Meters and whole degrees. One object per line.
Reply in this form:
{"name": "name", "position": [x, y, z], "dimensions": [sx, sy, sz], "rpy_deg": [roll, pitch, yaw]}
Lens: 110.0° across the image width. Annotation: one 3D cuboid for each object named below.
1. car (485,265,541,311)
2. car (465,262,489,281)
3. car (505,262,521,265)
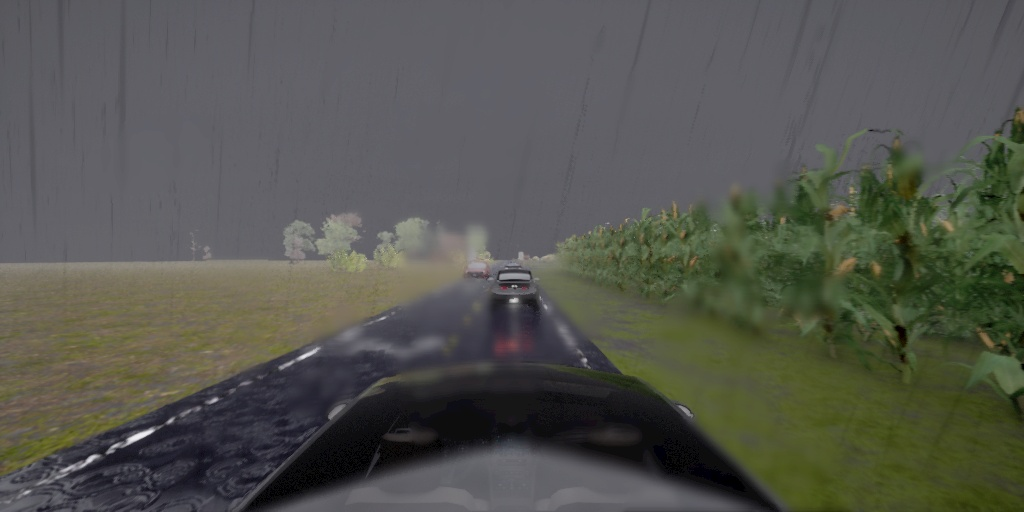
{"name": "car", "position": [0.096, 1.261, 14.367], "dimensions": [1.837, 1.490, 4.892], "rpy_deg": [0, 0, 0]}
{"name": "car", "position": [-2.850, 1.251, 30.647], "dimensions": [1.882, 1.535, 5.008], "rpy_deg": [0, 0, 0]}
{"name": "car", "position": [0.094, 1.266, 31.916], "dimensions": [2.128, 1.511, 4.902], "rpy_deg": [0, 0, 0]}
